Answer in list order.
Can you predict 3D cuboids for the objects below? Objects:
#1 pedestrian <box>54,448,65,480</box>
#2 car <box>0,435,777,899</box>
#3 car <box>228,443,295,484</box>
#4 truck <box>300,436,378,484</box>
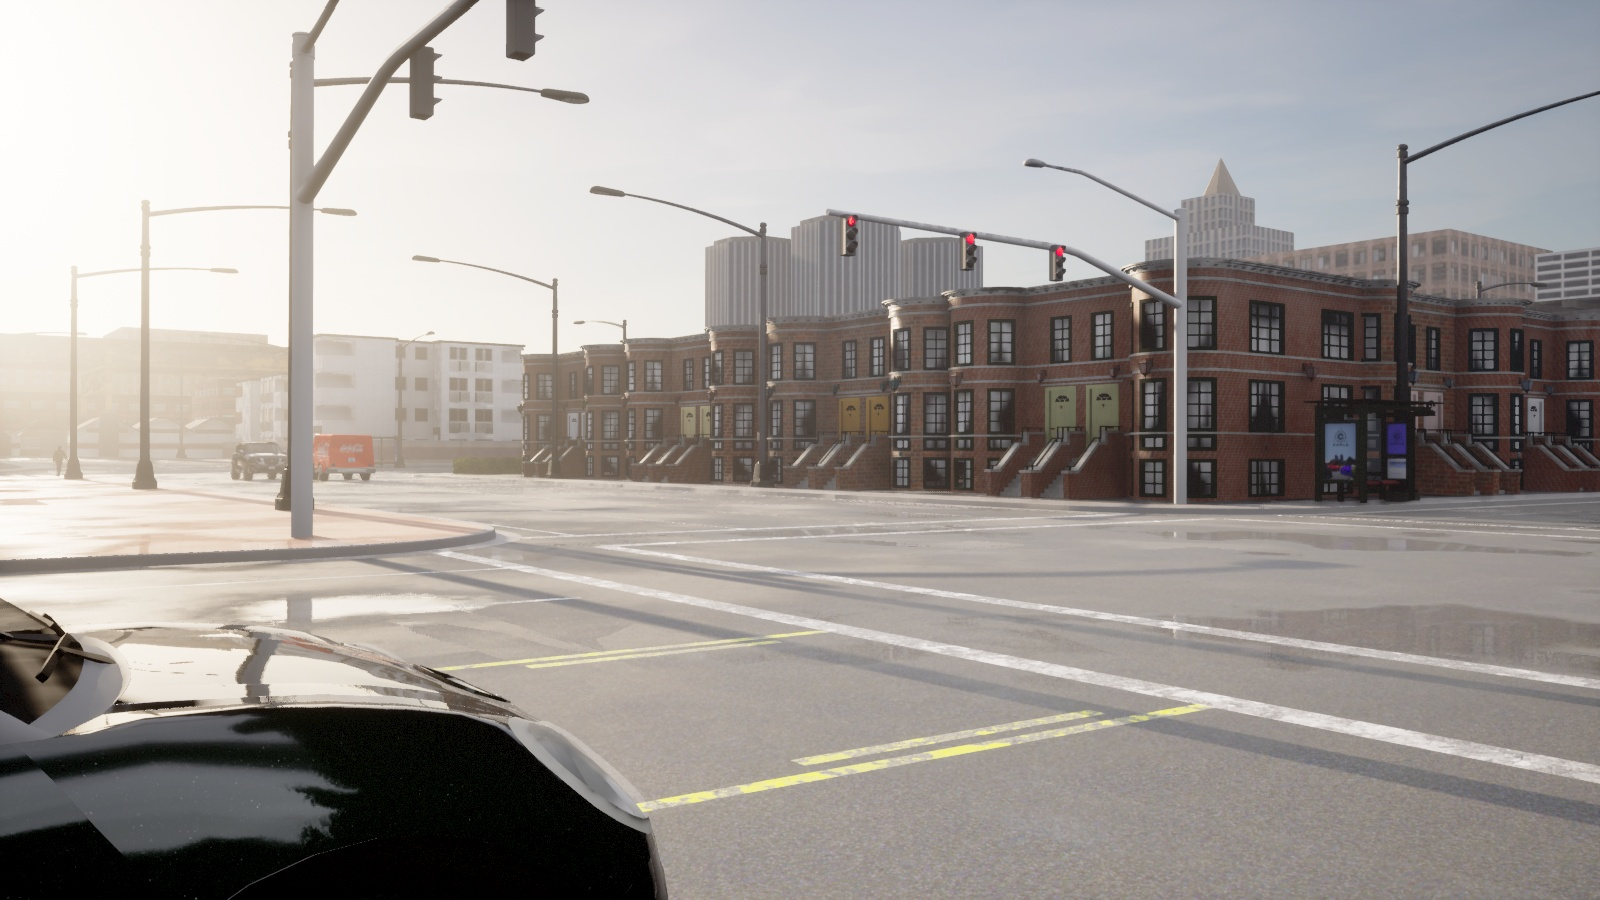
[{"bbox_3d":[-42.955,0.799,72.810,0.431,1.840,0.709,0,0,-41],"label":"pedestrian"},{"bbox_3d":[-2.171,0.720,2.205,3.806,1.475,1.970,0,0,-35],"label":"car"},{"bbox_3d":[-28.504,0.687,66.359,2.150,2.045,5.566,0,0,-35],"label":"car"},{"bbox_3d":[-24.532,0.482,66.691,2.627,2.467,5.204,0,0,-35],"label":"truck"}]
